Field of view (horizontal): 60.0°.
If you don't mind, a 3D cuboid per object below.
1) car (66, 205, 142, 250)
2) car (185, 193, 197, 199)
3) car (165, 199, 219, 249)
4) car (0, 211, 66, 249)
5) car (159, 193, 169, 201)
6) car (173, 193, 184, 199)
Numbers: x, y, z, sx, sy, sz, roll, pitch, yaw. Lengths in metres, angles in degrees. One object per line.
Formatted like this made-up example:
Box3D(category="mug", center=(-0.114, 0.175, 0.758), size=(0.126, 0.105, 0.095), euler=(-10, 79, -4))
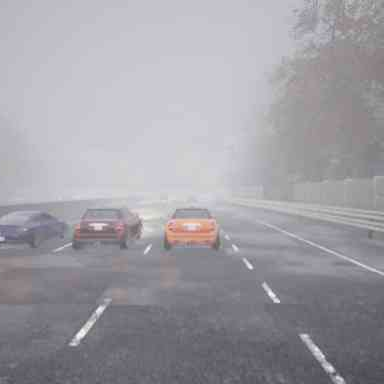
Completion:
Box3D(category="car", center=(-3.501, 1.364, 14.548), size=(2.097, 1.767, 4.553), euler=(0, 0, 0))
Box3D(category="car", center=(-0.004, 1.423, 74.245), size=(2.097, 1.767, 4.553), euler=(0, 0, 0))
Box3D(category="car", center=(-0.005, 1.365, 14.709), size=(2.097, 1.767, 4.553), euler=(0, 0, 0))
Box3D(category="car", center=(-7.002, 1.539, 14.495), size=(1.812, 1.442, 4.674), euler=(0, 0, 0))
Box3D(category="car", center=(-7.004, 1.301, 84.137), size=(2.150, 2.045, 5.566), euler=(0, 0, 0))
Box3D(category="car", center=(-3.504, 1.551, 80.169), size=(1.882, 1.535, 5.008), euler=(0, 0, 0))
